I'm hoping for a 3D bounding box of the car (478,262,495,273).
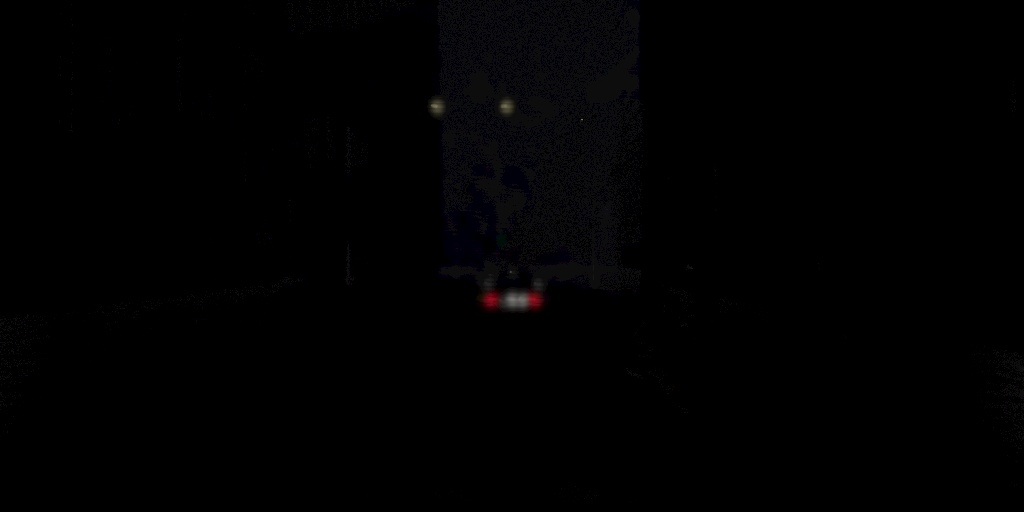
[{"bbox_3d":[-3.089,1.446,45.710,1.812,1.442,4.674,0,0,0],"label":"car"}]

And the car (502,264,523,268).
[{"bbox_3d":[0.078,1.413,32.261,1.994,1.385,4.181,0,0,0],"label":"car"}]

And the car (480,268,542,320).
[{"bbox_3d":[0.046,1.327,12.767,2.033,1.411,5.357,0,0,1],"label":"car"}]
